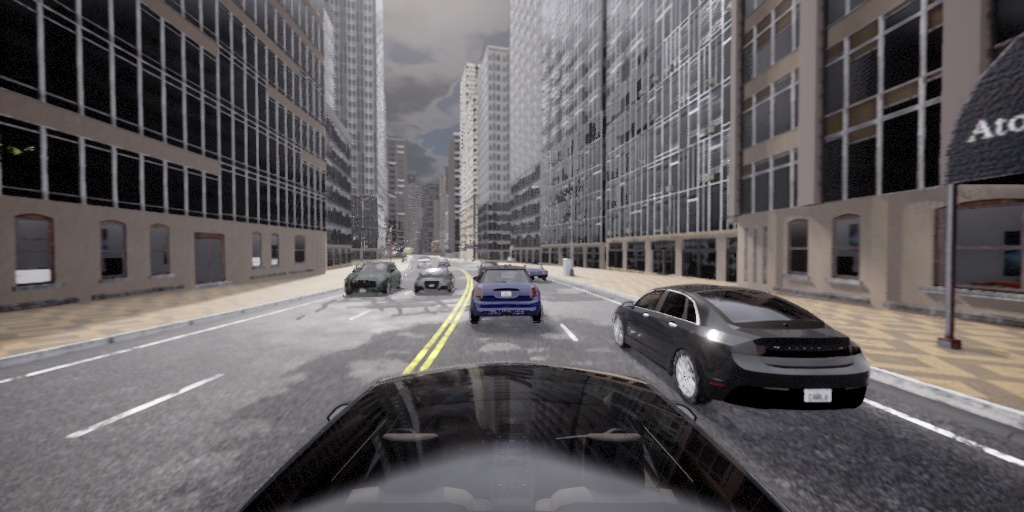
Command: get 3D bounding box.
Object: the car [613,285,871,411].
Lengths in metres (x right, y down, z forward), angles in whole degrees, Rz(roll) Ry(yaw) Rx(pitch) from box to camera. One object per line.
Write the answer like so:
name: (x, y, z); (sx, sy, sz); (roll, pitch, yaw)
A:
car: (3.224, 1.245, 6.254); (1.837, 1.490, 4.892); (0, 0, -1)

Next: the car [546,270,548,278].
car: (1.544, 1.308, 29.194); (1.895, 1.301, 4.718); (0, 0, -7)

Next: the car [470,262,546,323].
car: (-0.264, 1.094, 12.303); (2.097, 1.767, 4.553); (0, 0, -3)

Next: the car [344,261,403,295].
car: (-7.478, 1.107, 19.728); (2.097, 1.767, 4.553); (0, 0, -5)

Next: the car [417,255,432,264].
car: (-14.558, 0.929, 59.709); (2.150, 2.045, 5.566); (0, 0, -14)

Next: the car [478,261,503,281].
car: (-1.977, 1.222, 30.998); (1.837, 1.490, 4.892); (0, 0, -7)

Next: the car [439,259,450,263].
car: (-11.429, 1.232, 60.628); (2.033, 1.411, 5.357); (0, 0, -14)

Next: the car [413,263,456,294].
car: (-4.260, 1.308, 20.239); (1.994, 1.385, 4.181); (0, 0, -5)
